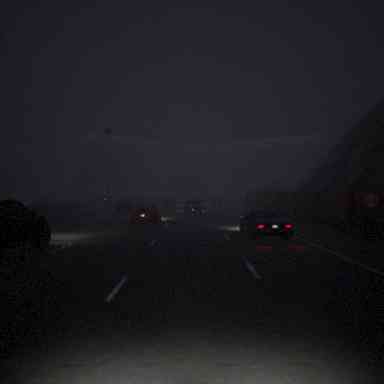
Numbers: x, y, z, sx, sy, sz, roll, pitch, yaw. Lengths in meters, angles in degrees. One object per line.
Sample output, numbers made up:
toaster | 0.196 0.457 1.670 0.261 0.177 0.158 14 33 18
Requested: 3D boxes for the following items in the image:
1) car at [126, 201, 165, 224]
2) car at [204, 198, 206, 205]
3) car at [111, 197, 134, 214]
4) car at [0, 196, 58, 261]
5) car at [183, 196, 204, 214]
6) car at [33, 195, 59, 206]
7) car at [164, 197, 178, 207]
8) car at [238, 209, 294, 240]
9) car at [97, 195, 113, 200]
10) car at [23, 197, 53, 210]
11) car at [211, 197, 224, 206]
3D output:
car | -3.402 1.586 24.999 1.994 1.385 4.181 0 0 0
car | 1.228 1.559 59.095 1.837 1.490 4.892 -2 0 11
car | -6.902 1.510 35.717 1.882 1.535 5.008 0 0 0
car | -6.896 1.231 11.367 2.150 2.045 5.566 0 0 0
car | 0.097 1.538 36.421 1.837 1.490 4.892 0 0 0
car | -24.128 1.416 55.091 2.097 1.767 4.553 0 0 5
car | -3.218 1.537 50.146 2.128 1.511 4.902 0 0 3
car | 3.612 1.563 17.004 2.033 1.411 5.357 0 0 0
car | -16.069 1.274 62.372 1.837 1.490 4.892 0 0 11
car | -21.035 1.547 45.624 1.837 1.490 4.892 0 0 1
car | 4.180 1.555 55.025 1.837 1.490 4.892 -1 0 7
